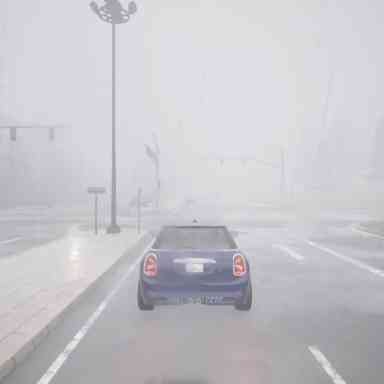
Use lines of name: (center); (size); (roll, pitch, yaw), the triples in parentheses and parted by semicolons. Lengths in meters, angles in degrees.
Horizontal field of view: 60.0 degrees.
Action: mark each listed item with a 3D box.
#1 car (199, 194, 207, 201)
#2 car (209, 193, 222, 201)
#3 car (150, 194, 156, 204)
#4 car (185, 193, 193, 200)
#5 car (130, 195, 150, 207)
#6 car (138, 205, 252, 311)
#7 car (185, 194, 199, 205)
car: (2.775, 1.504, 85.331); (1.812, 1.442, 4.674); (0, 0, -1)
car: (6.280, 1.205, 85.063); (2.150, 2.045, 5.566); (0, 0, -1)
car: (-8.413, 1.557, 63.937); (1.994, 1.385, 4.181); (0, 0, 0)
car: (-0.899, 1.178, 95.625); (2.150, 2.045, 5.566); (0, 0, -1)
car: (-8.264, 1.346, 51.873); (2.097, 1.767, 4.553); (0, 0, -1)
car: (0.063, 1.351, 7.946); (2.097, 1.767, 4.553); (0, 0, 0)
car: (-0.210, 1.519, 54.766); (1.812, 1.442, 4.674); (0, 0, -1)
